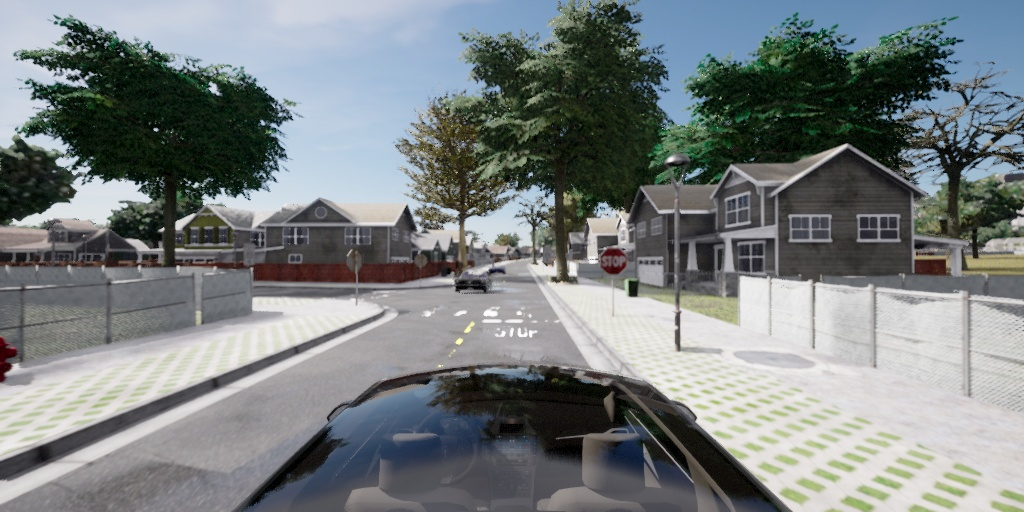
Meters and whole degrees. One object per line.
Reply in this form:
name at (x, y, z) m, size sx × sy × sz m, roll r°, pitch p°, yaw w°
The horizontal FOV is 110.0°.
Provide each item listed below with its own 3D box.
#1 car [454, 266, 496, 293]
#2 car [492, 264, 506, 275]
car at (-2.286, 1.521, 22.145) m, size 1.895 × 1.301 × 4.718 m, roll 0°, pitch 0°, yaw 2°
car at (-1.712, 1.634, 44.008) m, size 1.895 × 1.301 × 4.718 m, roll 0°, pitch 0°, yaw 2°
